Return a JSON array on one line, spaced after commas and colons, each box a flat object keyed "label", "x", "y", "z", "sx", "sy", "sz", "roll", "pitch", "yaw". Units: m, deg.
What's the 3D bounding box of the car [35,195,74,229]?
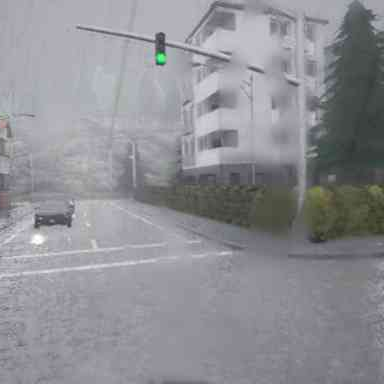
[{"label": "car", "x": -8.326, "y": 1.229, "z": 20.203, "sx": 1.882, "sy": 1.535, "sz": 5.008, "roll": -2, "pitch": 2, "yaw": -19}]

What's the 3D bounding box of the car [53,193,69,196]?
[{"label": "car", "x": -11.564, "y": 0.934, "z": 29.445, "sx": 2.097, "sy": 1.767, "sz": 4.553, "roll": -2, "pitch": 2, "yaw": -19}]
